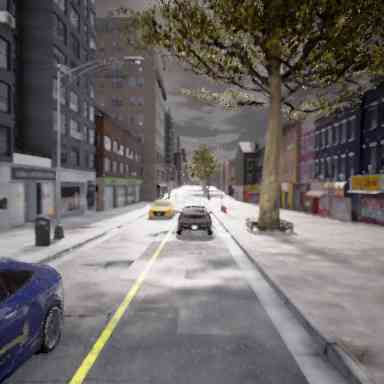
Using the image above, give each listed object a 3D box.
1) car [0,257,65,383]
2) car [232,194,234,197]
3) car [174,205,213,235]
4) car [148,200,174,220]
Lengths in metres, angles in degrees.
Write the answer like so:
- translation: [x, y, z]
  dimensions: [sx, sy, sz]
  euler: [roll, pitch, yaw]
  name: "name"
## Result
- translation: [-2.837, 1.499, 3.360]
  dimensions: [1.812, 1.442, 4.674]
  euler: [1, 0, 1]
  name: "car"
- translation: [13.536, 0.921, 91.537]
  dimensions: [5.009, 1.841, 2.192]
  euler: [1, 1, 0]
  name: "car"
- translation: [0.158, 1.522, 19.151]
  dimensions: [1.837, 1.490, 4.892]
  euler: [1, 0, 1]
  name: "car"
- translation: [-2.543, 1.459, 28.576]
  dimensions: [1.882, 1.535, 5.008]
  euler: [1, 0, 1]
  name: "car"
